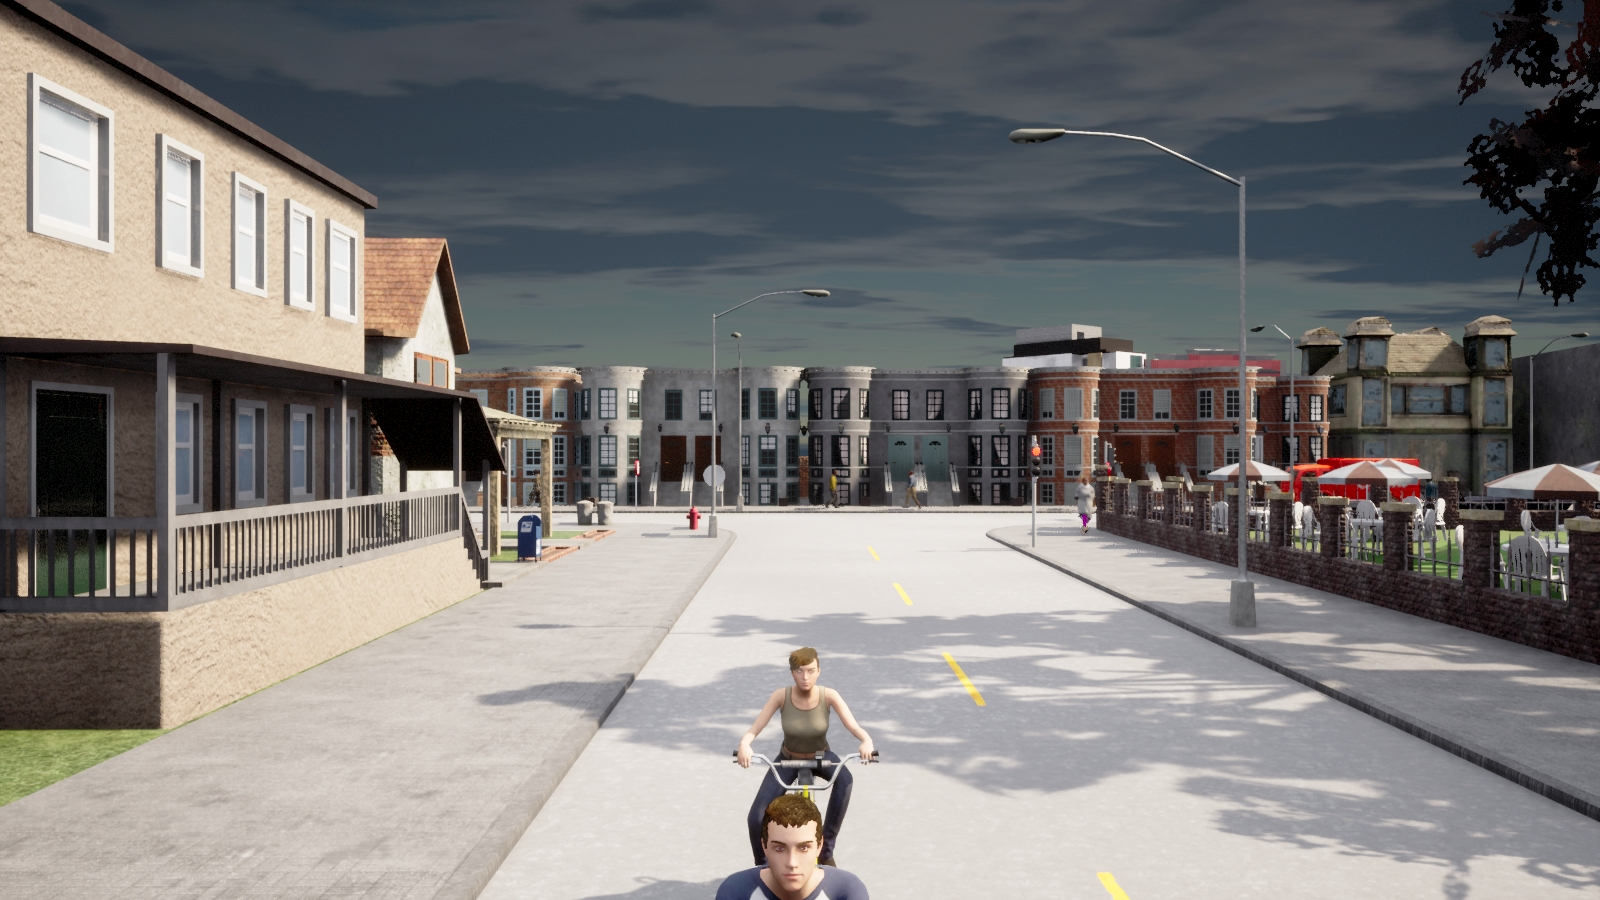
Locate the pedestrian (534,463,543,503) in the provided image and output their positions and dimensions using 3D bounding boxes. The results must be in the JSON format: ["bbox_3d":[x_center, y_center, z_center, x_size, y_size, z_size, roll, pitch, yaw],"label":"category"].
[{"bbox_3d":[-12.148,1.546,53.104,0.375,1.860,0.375,0,0,-2],"label":"pedestrian"}]

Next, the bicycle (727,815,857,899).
[{"bbox_3d":[-0.022,1.938,3.212,0.373,1.296,1.643,0,0,0],"label":"bicycle"}]

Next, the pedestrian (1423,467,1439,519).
[{"bbox_3d":[22.494,1.533,40.731,0.375,1.860,0.375,0,0,7],"label":"pedestrian"}]

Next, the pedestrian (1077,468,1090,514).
[{"bbox_3d":[11.449,1.648,46.133,0.375,1.860,0.375,0,0,-25],"label":"pedestrian"}]

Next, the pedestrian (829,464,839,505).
[{"bbox_3d":[1.551,1.546,51.828,0.375,1.860,0.375,0,0,14],"label":"pedestrian"}]

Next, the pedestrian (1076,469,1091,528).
[{"bbox_3d":[8.996,1.530,36.244,0.375,1.860,0.375,0,0,2],"label":"pedestrian"}]

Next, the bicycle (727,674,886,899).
[{"bbox_3d":[0.033,2.040,6.906,0.859,1.080,1.487,0,0,0],"label":"bicycle"}]

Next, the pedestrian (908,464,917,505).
[{"bbox_3d":[5.078,1.547,51.593,0.375,1.860,0.375,0,0,14],"label":"pedestrian"}]

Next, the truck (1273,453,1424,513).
[{"bbox_3d":[23.374,1.365,48.875,5.204,2.467,2.627,0,0,0],"label":"truck"}]

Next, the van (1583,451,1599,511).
[{"bbox_3d":[37.194,1.334,48.909,5.915,2.561,1.988,0,0,1],"label":"van"}]

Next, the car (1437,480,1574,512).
[{"bbox_3d":[30.125,1.955,48.889,4.718,1.301,1.895,0,0,0],"label":"car"}]
